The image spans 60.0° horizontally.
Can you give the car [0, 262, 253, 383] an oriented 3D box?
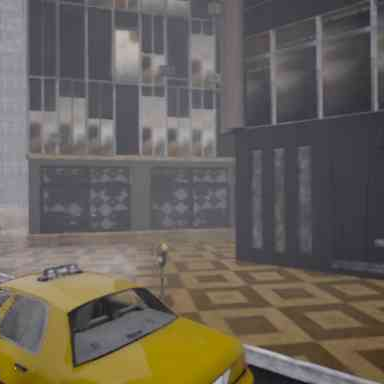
[{"bbox_3d":[-1.713,1.527,3.948,4.829,1.417,1.752,0,0,35],"label":"car"}]
